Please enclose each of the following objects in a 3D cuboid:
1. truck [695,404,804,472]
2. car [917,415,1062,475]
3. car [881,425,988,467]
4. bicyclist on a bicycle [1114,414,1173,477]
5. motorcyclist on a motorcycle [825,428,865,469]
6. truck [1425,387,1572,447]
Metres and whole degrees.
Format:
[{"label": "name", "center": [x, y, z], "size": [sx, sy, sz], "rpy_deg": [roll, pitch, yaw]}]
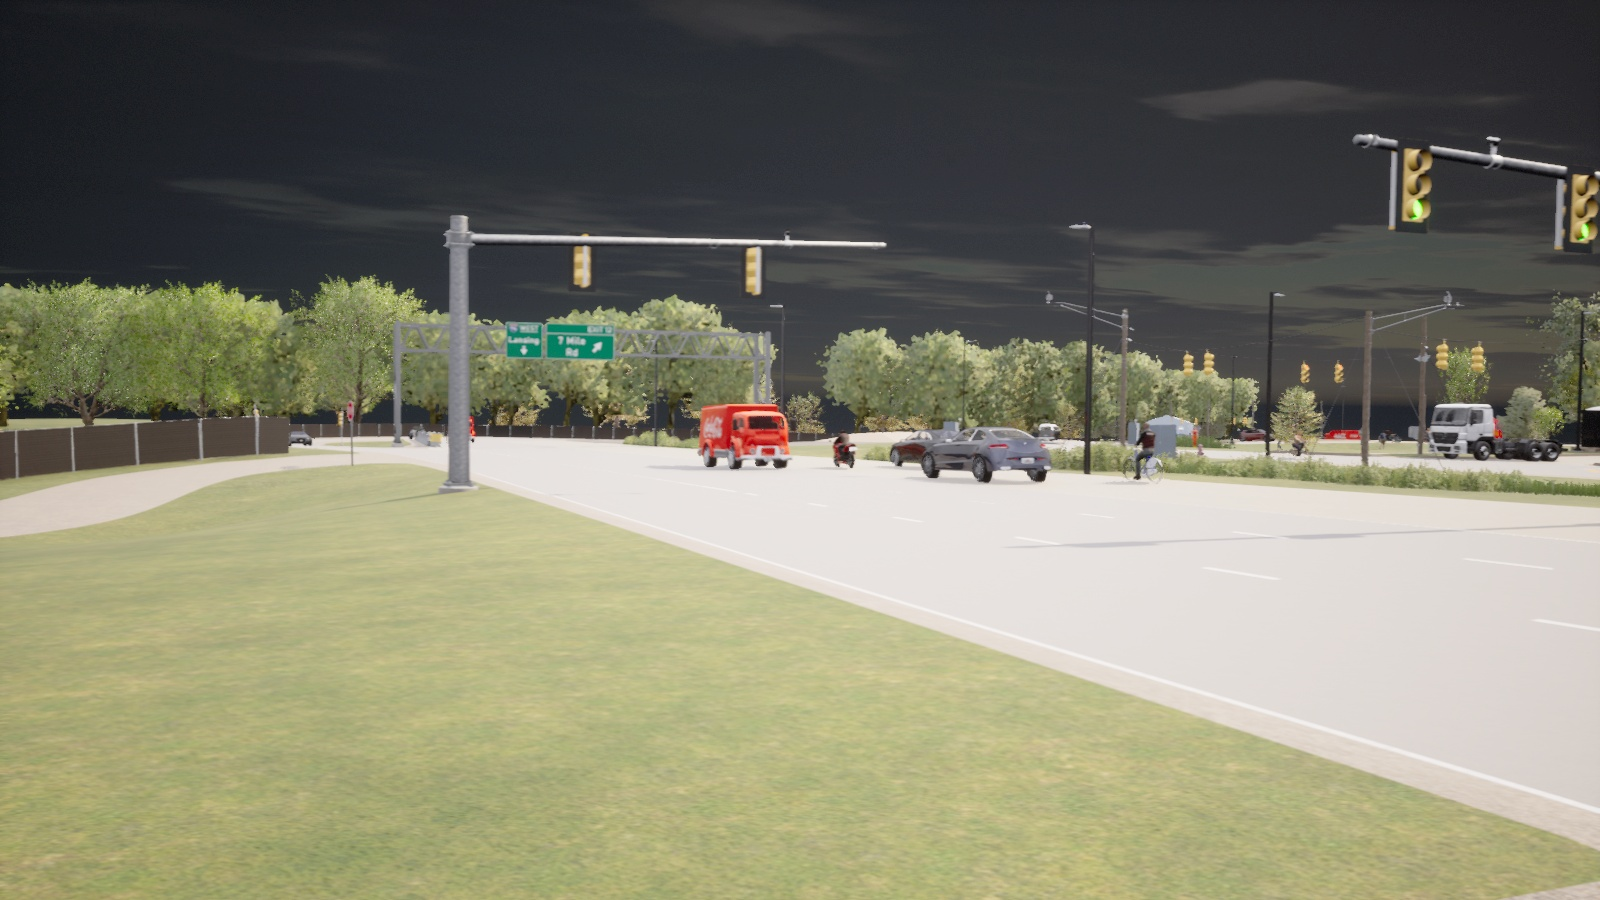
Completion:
[{"label": "truck", "center": [-2.042, -0.476, 48.497], "size": [2.627, 2.467, 5.204], "rpy_deg": [-2, 1, -21]}, {"label": "car", "center": [5.636, -0.168, 38.138], "size": [2.152, 1.651, 5.027], "rpy_deg": [-2, 1, -21]}, {"label": "car", "center": [5.187, -0.190, 49.202], "size": [2.128, 1.511, 4.902], "rpy_deg": [-2, 1, -21]}, {"label": "bicyclist on a bicycle", "center": [9.980, -0.132, 36.558], "size": [0.659, 1.776, 1.843], "rpy_deg": [-2, 1, -21]}, {"label": "motorcyclist on a motorcycle", "center": [1.716, -0.082, 48.490], "size": [0.797, 1.523, 2.044], "rpy_deg": [-2, 1, -21]}, {"label": "truck", "center": [42.259, -2.015, 75.981], "size": [7.936, 3.462, 2.891], "rpy_deg": [-1, 2, -15]}]
